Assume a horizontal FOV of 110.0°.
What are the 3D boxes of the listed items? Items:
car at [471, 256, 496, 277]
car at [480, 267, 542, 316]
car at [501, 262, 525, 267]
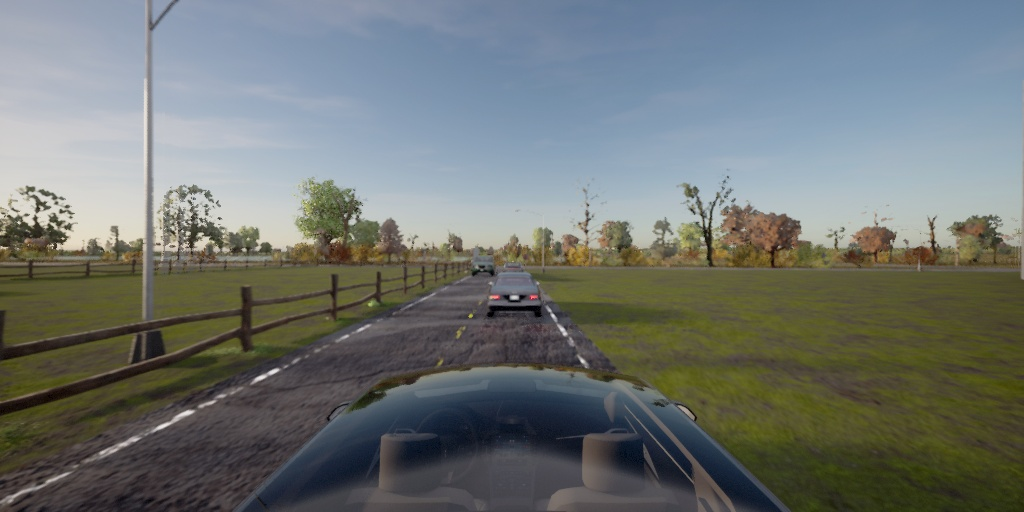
[{"bbox_3d":[-2.851,0.987,36.641,2.150,2.045,5.566,0,0,0],"label":"car"},{"bbox_3d":[0.083,1.310,13.400,2.033,1.411,5.357,0,0,0],"label":"car"},{"bbox_3d":[0.085,1.257,32.209,2.128,1.511,4.902,0,0,0],"label":"car"}]
